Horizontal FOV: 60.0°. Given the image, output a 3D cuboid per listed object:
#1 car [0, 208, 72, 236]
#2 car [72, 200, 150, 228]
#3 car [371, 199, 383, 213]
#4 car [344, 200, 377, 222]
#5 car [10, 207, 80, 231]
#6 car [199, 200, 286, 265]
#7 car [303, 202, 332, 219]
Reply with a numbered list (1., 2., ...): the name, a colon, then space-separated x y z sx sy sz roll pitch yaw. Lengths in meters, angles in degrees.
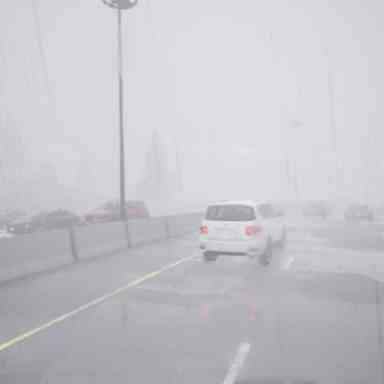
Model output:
1. car: -9.356 1.936 21.463 1.837 1.490 4.892 -2 -1 25
2. car: -5.048 1.582 22.507 2.150 2.045 5.566 -1 -1 26
3. car: 20.809 1.565 37.936 1.812 1.442 4.674 -2 -1 36
4. car: 13.641 1.617 27.126 1.994 1.385 4.181 -1 -1 30
5. car: -11.196 2.022 25.773 1.837 1.490 4.892 -2 -1 26
6. car: 2.066 1.326 12.369 2.150 2.045 5.566 -1 -1 23
7. car: 11.443 1.623 30.304 2.128 1.511 4.902 -2 -1 31
